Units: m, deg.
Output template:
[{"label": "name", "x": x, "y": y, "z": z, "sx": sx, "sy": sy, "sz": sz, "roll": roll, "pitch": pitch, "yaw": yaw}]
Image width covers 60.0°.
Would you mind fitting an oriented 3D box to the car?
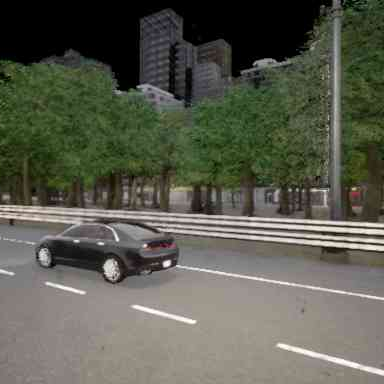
[{"label": "car", "x": -2.638, "y": 1.561, "z": 9.785, "sx": 4.892, "sy": 1.490, "sz": 1.837, "roll": 0, "pitch": -1, "yaw": 34}]
